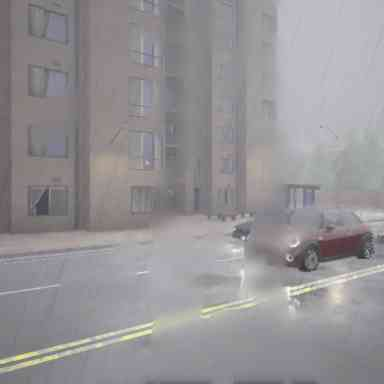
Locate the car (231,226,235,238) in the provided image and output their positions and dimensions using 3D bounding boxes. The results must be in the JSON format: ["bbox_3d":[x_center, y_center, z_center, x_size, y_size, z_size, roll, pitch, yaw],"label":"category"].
[{"bbox_3d":[4.360,1.547,15.443,5.357,1.411,2.033,0,0,-34],"label":"car"}]

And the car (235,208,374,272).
[{"bbox_3d":[3.890,1.352,10.878,4.553,1.767,2.097,0,0,-34],"label":"car"}]
